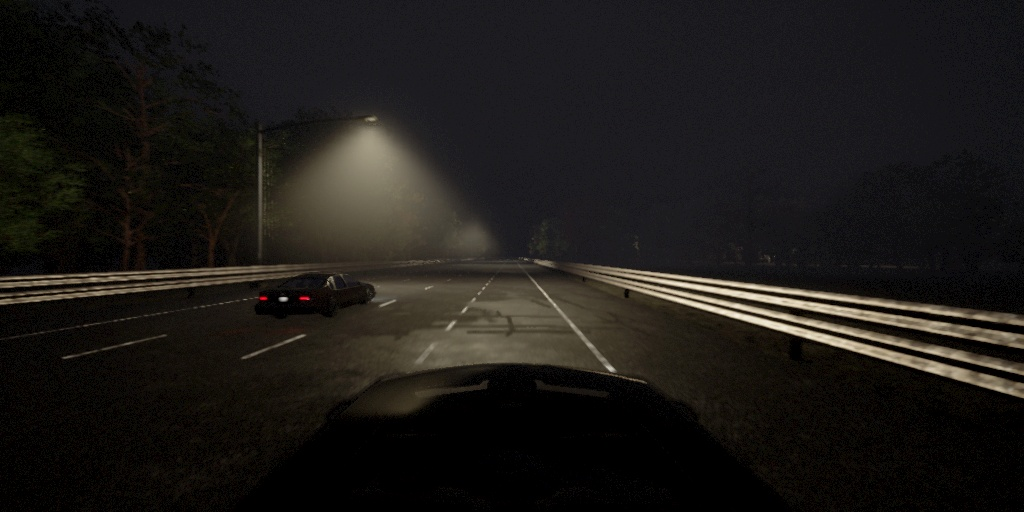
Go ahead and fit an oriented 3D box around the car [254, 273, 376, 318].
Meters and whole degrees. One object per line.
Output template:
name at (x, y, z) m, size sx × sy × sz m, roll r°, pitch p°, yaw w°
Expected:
car at (-6.713, 1.307, 12.956) m, size 2.033 × 1.411 × 5.357 m, roll 0°, pitch 0°, yaw -1°
